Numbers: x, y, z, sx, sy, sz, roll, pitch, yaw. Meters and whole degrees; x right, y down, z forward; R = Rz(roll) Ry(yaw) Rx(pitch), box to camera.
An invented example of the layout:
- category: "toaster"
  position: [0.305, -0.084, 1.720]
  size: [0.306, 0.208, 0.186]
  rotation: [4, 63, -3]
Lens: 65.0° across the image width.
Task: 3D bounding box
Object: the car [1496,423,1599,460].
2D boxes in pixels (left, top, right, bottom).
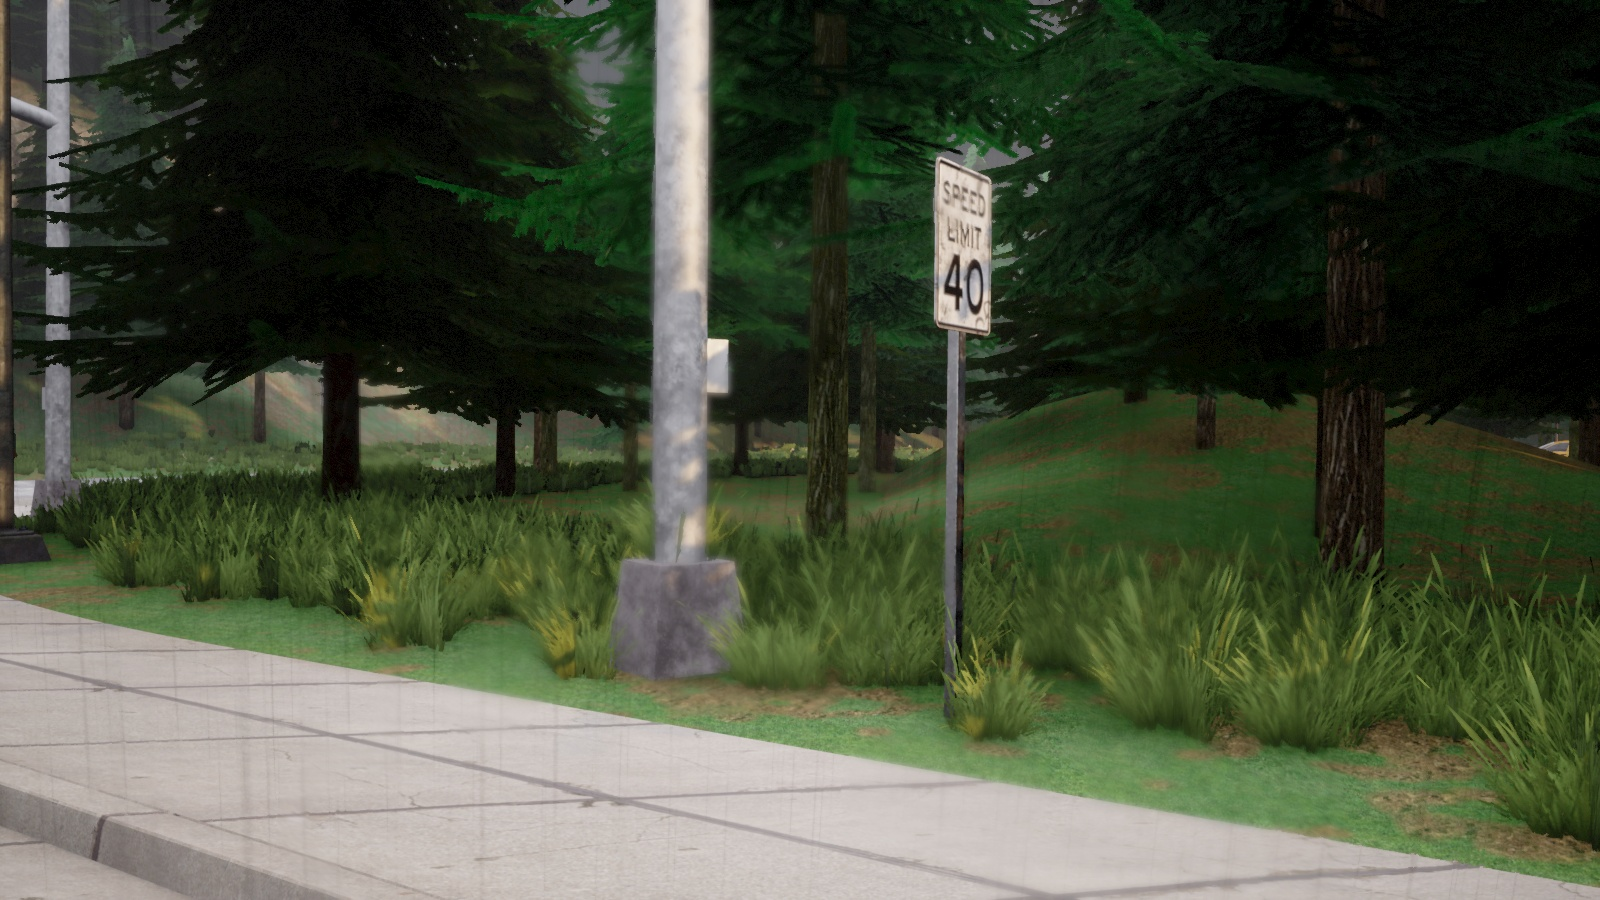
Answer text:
- category: "car"
  position: [33.110, -0.368, 54.063]
  size: [5.366, 1.575, 1.801]
  rotation: [0, 1, 33]

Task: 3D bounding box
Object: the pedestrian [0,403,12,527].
- category: "pedestrian"
  position: [-12.902, 0.237, 20.040]
  size: [0.423, 1.949, 0.788]
  rotation: [-1, 1, -24]
